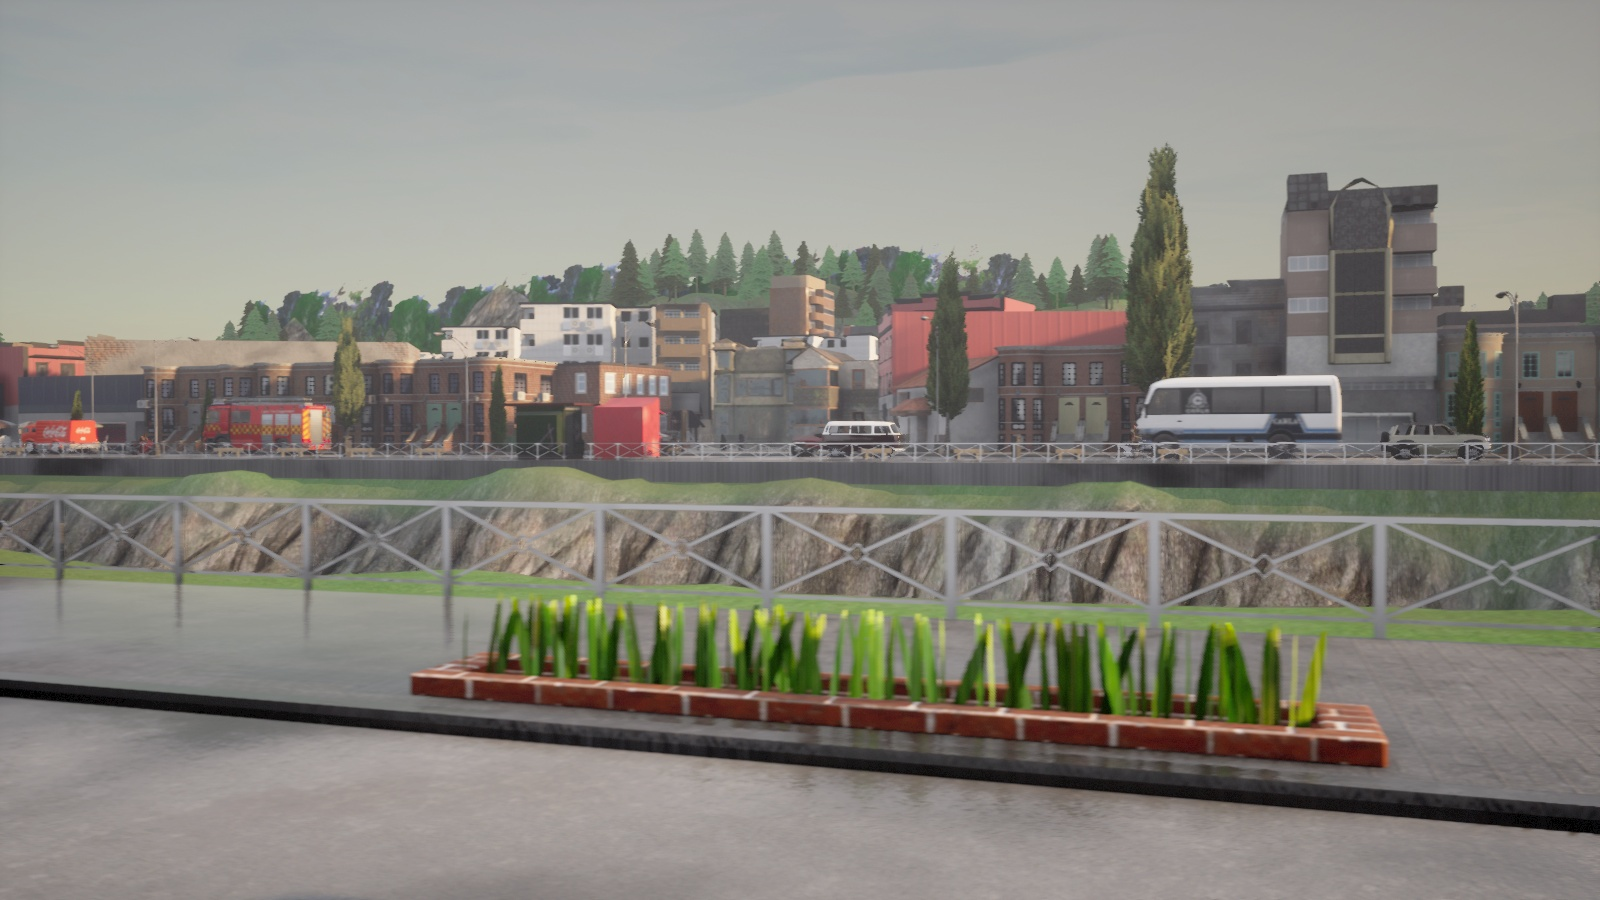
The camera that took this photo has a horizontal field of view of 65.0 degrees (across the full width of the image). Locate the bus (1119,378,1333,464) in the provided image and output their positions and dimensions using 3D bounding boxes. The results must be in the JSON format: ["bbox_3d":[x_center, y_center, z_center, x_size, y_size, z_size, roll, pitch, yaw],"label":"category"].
[{"bbox_3d":[22.095,-1.517,65.595,10.273,4.253,3.944,1,1,19],"label":"bus"}]

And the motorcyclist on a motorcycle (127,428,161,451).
[{"bbox_3d":[-43.622,-0.692,83.484,2.044,1.523,0.797,1,1,19],"label":"motorcyclist on a motorcycle"}]

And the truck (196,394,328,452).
[{"bbox_3d":[-36.536,-1.842,85.305,8.468,3.827,2.891,1,1,19],"label":"truck"}]

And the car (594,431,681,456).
[{"bbox_3d":[-9.879,-0.429,76.362,4.892,1.490,1.837,1,1,19],"label":"car"}]

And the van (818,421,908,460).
[{"bbox_3d":[3.407,-0.521,67.674,4.480,2.038,2.069,1,1,19],"label":"van"}]

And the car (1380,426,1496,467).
[{"bbox_3d":[29.799,-0.186,58.804,4.605,1.855,1.932,1,1,19],"label":"car"}]

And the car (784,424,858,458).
[{"bbox_3d":[1.211,-0.536,72.631,3.866,1.878,1.905,1,1,19],"label":"car"}]
